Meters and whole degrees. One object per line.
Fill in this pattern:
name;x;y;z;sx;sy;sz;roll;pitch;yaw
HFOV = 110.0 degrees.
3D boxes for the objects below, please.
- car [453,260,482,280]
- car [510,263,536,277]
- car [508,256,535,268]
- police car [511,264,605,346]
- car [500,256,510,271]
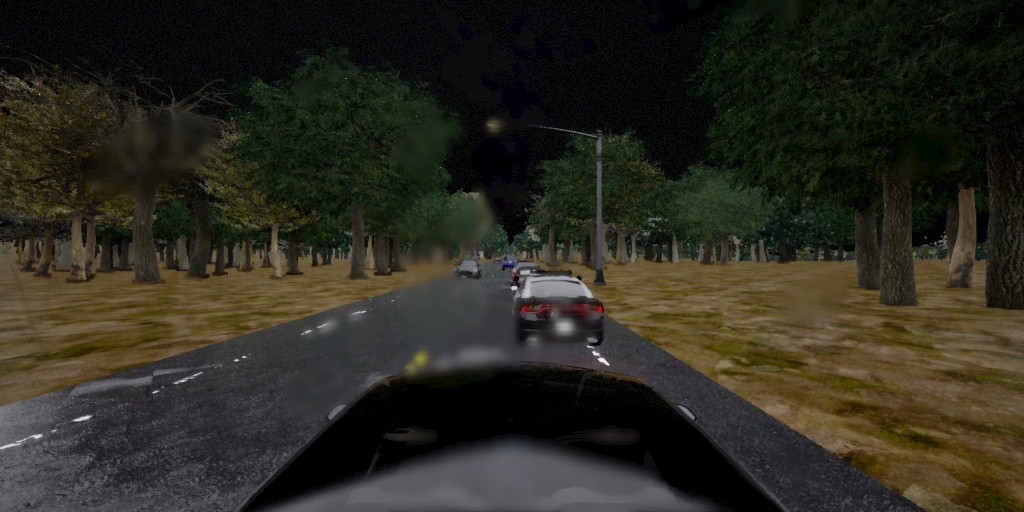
car;-3.741;1.099;30.617;2.097;1.767;4.553;0;0;0
car;0.965;1.279;19.468;1.812;1.442;4.674;0;0;0
car;0.934;1.101;25.439;2.097;1.767;4.553;0;0;0
police car;1.013;1.178;9.575;1.930;1.638;5.238;0;0;0
car;-0.206;0.952;49.465;2.150;2.045;5.566;0;0;0
